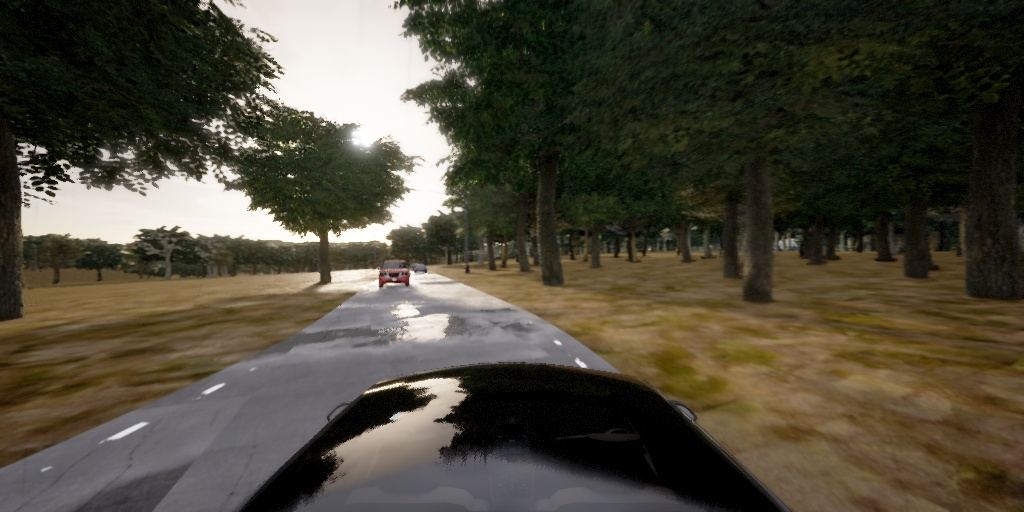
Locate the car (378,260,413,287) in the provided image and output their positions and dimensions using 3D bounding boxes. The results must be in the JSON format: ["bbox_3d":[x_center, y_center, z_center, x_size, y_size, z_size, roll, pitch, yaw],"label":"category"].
[{"bbox_3d":[-9.010,1.336,27.661,2.150,2.045,5.566,-1,0,-17],"label":"car"}]

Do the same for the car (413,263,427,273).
[{"bbox_3d":[-14.849,2.001,58.290,1.994,1.385,4.181,-1,-1,-17],"label":"car"}]
